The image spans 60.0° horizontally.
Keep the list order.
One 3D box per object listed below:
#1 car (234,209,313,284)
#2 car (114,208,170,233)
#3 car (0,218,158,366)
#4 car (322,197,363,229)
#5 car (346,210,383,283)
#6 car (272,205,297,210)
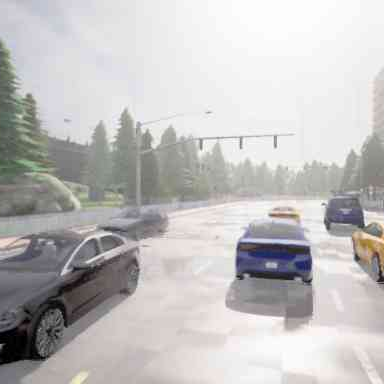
[{"bbox_3d":[2.450,1.509,9.909,1.882,1.535,5.008,0,0,15],"label":"car"},{"bbox_3d":[-2.845,1.571,17.459,2.033,1.411,5.357,0,0,18],"label":"car"},{"bbox_3d":[-2.478,1.493,6.133,2.128,1.511,4.902,0,0,12],"label":"car"},{"bbox_3d":[9.994,1.314,22.202,2.150,2.045,5.566,0,0,20],"label":"car"},{"bbox_3d":[5.946,1.524,9.515,1.882,1.535,5.008,0,0,16],"label":"car"},{"bbox_3d":[5.942,1.547,21.407,1.882,1.535,5.008,0,0,18],"label":"car"}]
